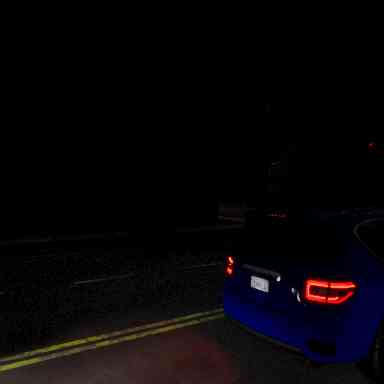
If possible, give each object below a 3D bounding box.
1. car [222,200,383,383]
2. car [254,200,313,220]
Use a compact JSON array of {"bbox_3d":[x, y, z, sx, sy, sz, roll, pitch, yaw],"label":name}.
[{"bbox_3d":[3.083,1.221,5.546,5.566,2.045,2.150,0,0,-33],"label":"car"},{"bbox_3d":[7.885,1.491,29.243,2.128,1.511,4.902,0,0,-31],"label":"car"}]
